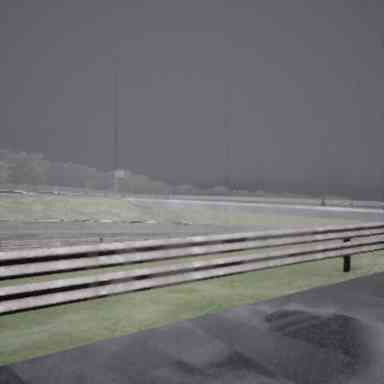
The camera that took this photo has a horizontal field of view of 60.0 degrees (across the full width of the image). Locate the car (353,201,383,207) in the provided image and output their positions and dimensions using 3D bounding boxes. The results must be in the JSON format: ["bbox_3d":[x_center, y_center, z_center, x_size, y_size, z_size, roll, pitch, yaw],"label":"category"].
[{"bbox_3d":[31.490,2.321,59.208,5.008,1.535,1.882,2,-2,30],"label":"car"}]
